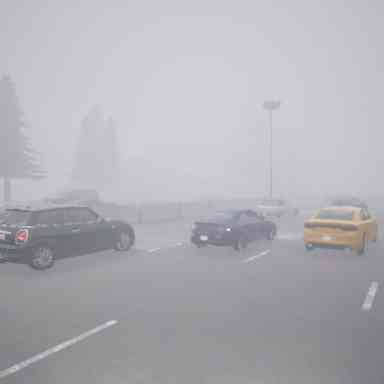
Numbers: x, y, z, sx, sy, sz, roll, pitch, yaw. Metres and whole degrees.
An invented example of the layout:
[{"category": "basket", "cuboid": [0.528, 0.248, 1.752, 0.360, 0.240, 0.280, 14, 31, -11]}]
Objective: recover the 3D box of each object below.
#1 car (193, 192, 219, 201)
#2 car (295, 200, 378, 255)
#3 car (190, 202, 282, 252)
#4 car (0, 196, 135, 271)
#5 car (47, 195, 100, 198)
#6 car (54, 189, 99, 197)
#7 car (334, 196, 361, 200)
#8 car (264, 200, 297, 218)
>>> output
[{"category": "car", "cuboid": [2.253, 0.759, 51.753, 4.674, 1.442, 1.812, -1, 1, -45]}, {"category": "car", "cuboid": [5.751, 1.286, 12.625, 1.882, 1.535, 5.008, 0, 1, 35]}, {"category": "car", "cuboid": [1.712, 1.331, 12.970, 1.812, 1.442, 4.674, 0, 1, 35]}, {"category": "car", "cuboid": [-3.957, 1.194, 10.765, 2.097, 1.767, 4.553, 1, 1, 33]}, {"category": "car", "cuboid": [-7.854, 1.195, 24.045, 2.033, 1.411, 5.357, 1, 1, 36]}, {"category": "car", "cuboid": [-11.182, 0.765, 31.242, 2.150, 2.045, 5.566, 1, 1, 37]}, {"category": "car", "cuboid": [12.725, 1.097, 26.941, 1.837, 1.490, 4.892, 1, 1, 41]}, {"category": "car", "cuboid": [6.498, 1.225, 25.071, 1.895, 1.301, 4.718, 1, 1, 39]}]
